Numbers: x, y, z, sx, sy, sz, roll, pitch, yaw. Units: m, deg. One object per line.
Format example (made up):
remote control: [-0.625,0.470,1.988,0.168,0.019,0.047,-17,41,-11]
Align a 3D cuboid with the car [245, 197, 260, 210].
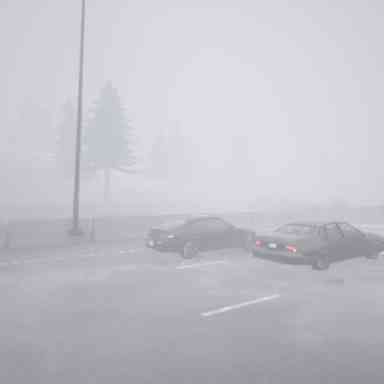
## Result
car: [9.333,1.430,44.998,4.553,1.767,2.097,0,0,-35]

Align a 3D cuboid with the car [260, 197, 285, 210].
car: [11.313,1.585,42.115,4.892,1.490,1.837,0,0,-35]

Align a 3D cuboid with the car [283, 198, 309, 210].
car: [13.294,1.682,39.235,4.718,1.301,1.895,0,0,-35]

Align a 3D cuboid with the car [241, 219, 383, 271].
car: [4.402,1.625,11.178,5.357,1.411,2.033,0,0,-35]

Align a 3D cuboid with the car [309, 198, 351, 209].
car: [15.398,1.434,36.433,4.553,1.767,2.097,0,0,-35]

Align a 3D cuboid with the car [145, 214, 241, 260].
car: [0.481,1.587,12.682,4.674,1.442,1.812,0,0,-35]
